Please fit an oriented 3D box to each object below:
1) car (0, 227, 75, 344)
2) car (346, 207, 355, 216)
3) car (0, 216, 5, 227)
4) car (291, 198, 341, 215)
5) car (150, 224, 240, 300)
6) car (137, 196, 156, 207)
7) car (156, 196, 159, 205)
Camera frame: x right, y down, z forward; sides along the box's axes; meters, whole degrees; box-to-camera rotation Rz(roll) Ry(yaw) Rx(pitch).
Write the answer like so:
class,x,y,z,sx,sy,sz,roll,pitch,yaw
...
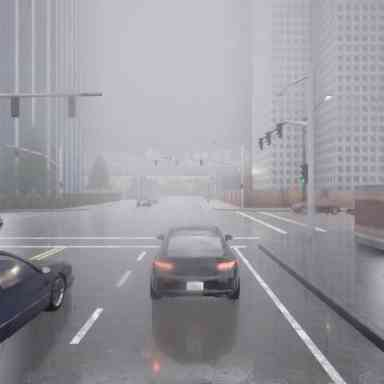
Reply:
class,x,y,z,sx,sy,sz,roll,pitch,yaw
car,-3.446,1.547,4.690,2.033,1.411,5.357,0,0,0
car,16.852,1.547,29.974,5.357,1.411,2.033,0,0,0
car,-12.892,1.525,19.758,4.674,1.442,1.812,0,-1,39
car,12.378,1.352,33.492,4.553,1.767,2.097,0,0,0
car,0.069,1.526,8.286,1.812,1.442,4.674,0,0,0
car,-7.147,1.491,50.240,2.128,1.511,4.902,0,0,0
car,-7.132,1.491,60.301,2.128,1.511,4.902,0,0,0
